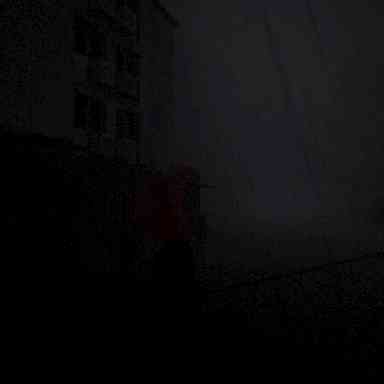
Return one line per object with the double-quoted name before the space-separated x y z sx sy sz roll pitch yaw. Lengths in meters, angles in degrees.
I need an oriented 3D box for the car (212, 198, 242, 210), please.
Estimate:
"car" 4.443 1.493 43.079 1.812 1.442 4.674 0 0 -36
